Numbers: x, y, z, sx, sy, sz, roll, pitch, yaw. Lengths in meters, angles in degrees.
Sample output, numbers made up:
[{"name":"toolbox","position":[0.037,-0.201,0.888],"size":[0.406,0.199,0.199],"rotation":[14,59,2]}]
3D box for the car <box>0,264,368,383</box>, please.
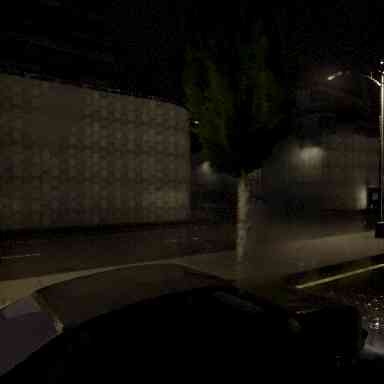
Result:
[{"name":"car","position":[-0.326,1.547,3.513],"size":[5.357,1.411,2.033],"rotation":[0,0,-35]}]
